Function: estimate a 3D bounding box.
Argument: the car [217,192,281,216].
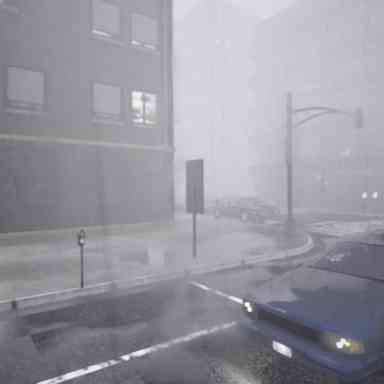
[{"bbox_3d":[4.306,1.052,24.615,1.837,1.490,4.892,-1,2,-36],"label":"car"}]

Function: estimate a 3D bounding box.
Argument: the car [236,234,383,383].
[{"bbox_3d":[3.254,1.475,5.559,5.357,1.411,2.033,-1,1,-35],"label":"car"}]

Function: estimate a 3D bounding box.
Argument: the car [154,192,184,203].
[{"bbox_3d":[-3.179,0.750,44.822,2.008,1.369,4.403,0,1,-36],"label":"car"}]

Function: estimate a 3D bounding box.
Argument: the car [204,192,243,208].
[{"bbox_3d":[3.358,0.791,35.806,1.967,1.590,4.097,0,1,-36],"label":"car"}]

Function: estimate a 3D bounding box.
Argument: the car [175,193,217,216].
[{"bbox_3d":[-0.080,1.052,26.271,1.752,1.417,4.829,0,1,-36],"label":"car"}]

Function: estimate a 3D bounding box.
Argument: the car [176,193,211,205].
[{"bbox_3d":[0.089,0.826,40.315,2.008,1.369,4.403,0,1,-36],"label":"car"}]

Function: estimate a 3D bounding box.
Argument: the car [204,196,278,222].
[{"bbox_3d":[3.088,1.152,21.902,2.008,1.369,4.403,0,1,-36],"label":"car"}]
